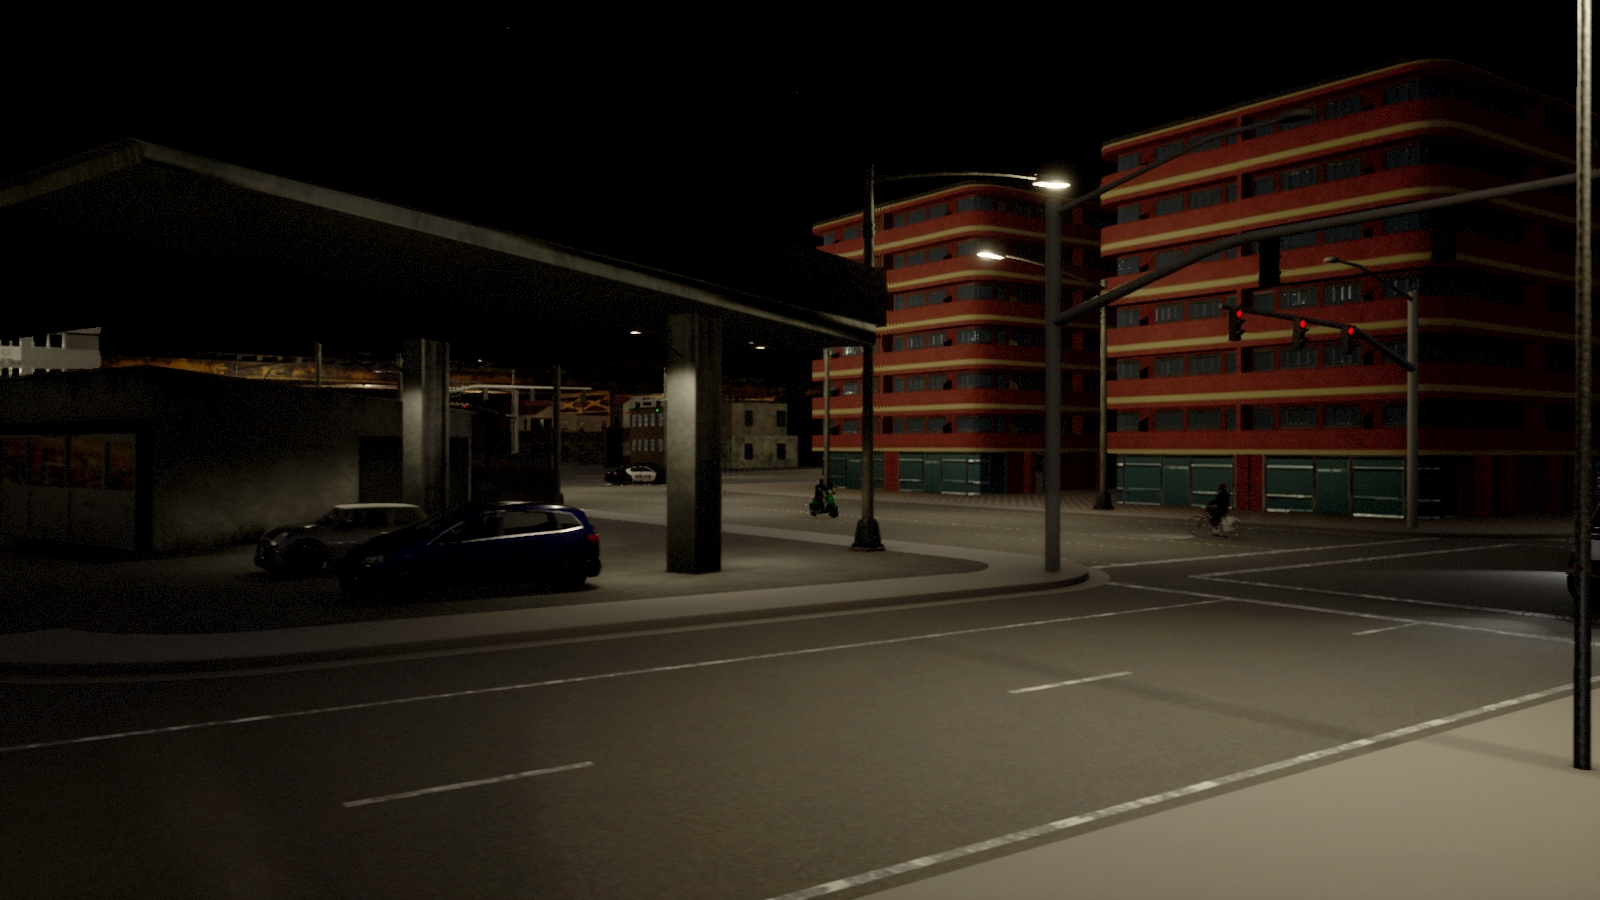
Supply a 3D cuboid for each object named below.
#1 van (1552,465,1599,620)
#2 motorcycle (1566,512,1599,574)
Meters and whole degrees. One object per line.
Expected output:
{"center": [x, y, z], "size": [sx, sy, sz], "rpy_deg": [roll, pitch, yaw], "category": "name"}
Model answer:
{"center": [15.837, 1.548, 20.392], "size": [5.915, 2.561, 1.988], "rpy_deg": [0, 0, -35], "category": "van"}
{"center": [18.940, 2.156, 26.842], "size": [2.356, 1.332, 0.764], "rpy_deg": [0, 0, -35], "category": "motorcycle"}
